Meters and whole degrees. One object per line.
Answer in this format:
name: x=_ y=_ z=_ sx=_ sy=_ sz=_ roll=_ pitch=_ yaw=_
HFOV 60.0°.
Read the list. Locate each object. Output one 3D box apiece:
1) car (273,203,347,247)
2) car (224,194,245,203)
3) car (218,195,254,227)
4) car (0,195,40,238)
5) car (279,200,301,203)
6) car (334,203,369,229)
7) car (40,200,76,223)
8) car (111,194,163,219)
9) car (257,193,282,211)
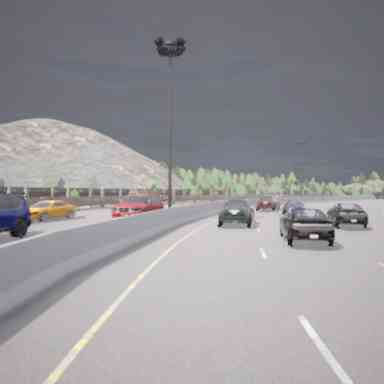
car: x=5.049 y=1.472 z=15.034 sx=2.128 sy=1.511 sz=4.902 roll=0 pitch=0 yaw=10
car: x=8.369 y=1.284 z=65.467 sx=2.097 sy=1.767 sz=4.553 roll=0 pitch=0 yaw=38
car: x=3.095 y=1.307 z=22.592 sx=2.097 sy=1.767 sz=4.553 roll=0 pitch=0 yaw=13
car: x=-9.412 y=1.154 z=14.500 sx=2.150 sy=2.045 sz=5.566 roll=0 pitch=0 yaw=9
car: x=10.179 y=1.517 z=33.128 sx=1.994 sy=1.385 sz=4.181 roll=0 pitch=0 yaw=21
car: x=10.087 y=1.472 z=21.800 sx=2.128 sy=1.511 sz=4.902 roll=0 pitch=0 yaw=14
car: x=-10.874 y=1.380 z=25.209 sx=1.882 sy=1.535 sz=5.008 roll=0 pitch=0 yaw=14
car: x=-3.861 y=1.149 z=24.546 sx=2.150 sy=2.045 sz=5.566 roll=0 pitch=0 yaw=15
car: x=9.147 y=1.286 z=39.484 sx=2.097 sy=1.767 sz=4.553 roll=0 pitch=0 yaw=24
